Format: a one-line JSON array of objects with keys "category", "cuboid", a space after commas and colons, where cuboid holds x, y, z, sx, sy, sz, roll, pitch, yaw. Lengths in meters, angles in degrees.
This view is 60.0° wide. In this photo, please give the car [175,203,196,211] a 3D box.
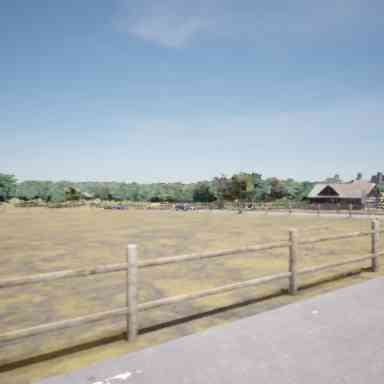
[{"category": "car", "cuboid": [-1.245, 2.840, 62.358, 2.128, 1.511, 4.902, 0, -2, -35]}]

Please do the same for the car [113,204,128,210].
[{"category": "car", "cuboid": [-19.388, 4.223, 92.527, 2.097, 1.767, 4.553, 0, -3, -35]}]
